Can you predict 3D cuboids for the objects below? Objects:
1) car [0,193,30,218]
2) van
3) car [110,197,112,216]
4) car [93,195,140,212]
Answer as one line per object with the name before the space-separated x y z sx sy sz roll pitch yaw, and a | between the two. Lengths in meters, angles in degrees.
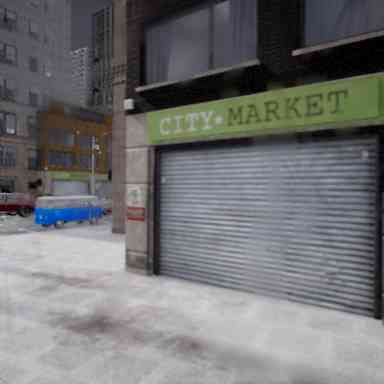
car | -14.075 1.004 24.455 2.192 1.841 5.009 2 2 35
van | -7.123 1.128 19.523 1.690 1.788 3.998 2 2 35
car | -6.530 1.224 25.155 1.812 1.442 4.674 1 1 35
car | -7.586 1.095 33.608 1.887 1.381 4.507 2 2 35
